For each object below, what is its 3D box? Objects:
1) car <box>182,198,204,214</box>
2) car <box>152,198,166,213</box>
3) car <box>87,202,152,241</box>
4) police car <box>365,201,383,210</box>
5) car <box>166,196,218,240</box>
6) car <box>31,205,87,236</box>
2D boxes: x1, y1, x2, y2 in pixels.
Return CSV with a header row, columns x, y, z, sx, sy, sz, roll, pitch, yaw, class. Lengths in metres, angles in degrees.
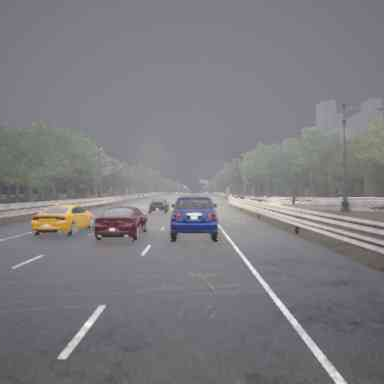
x,y,z,sx,sy,sz,roll,pitch,yaw,class
0.094,1.418,34.972,2.128,1.511,4.902,0,0,0,car
-3.404,1.430,35.077,1.837,1.490,4.892,0,0,0,car
-3.400,1.446,16.654,1.882,1.535,5.008,0,0,0,car
20.389,1.102,34.013,2.038,1.542,4.974,0,-1,-33,police car
0.110,1.189,16.797,2.150,2.045,5.566,0,0,0,car
-6.902,1.443,18.232,1.882,1.535,5.008,0,0,0,car
